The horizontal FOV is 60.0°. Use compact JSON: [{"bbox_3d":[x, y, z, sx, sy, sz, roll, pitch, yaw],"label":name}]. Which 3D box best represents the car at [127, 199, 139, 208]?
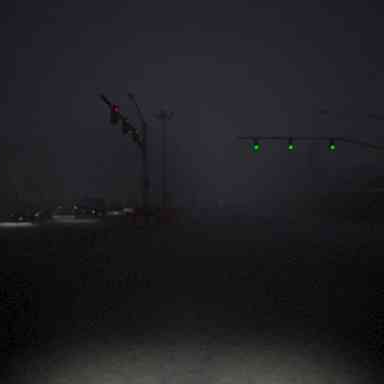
[{"bbox_3d":[-10.516,2.052,58.274,2.128,1.511,4.902,0,-1,1],"label":"car"}]

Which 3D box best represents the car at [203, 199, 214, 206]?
[{"bbox_3d":[3.538,2.217,72.705,2.128,1.511,4.902,0,-1,0],"label":"car"}]

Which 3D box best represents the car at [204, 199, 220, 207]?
[{"bbox_3d":[3.631,2.098,62.306,1.837,1.490,4.892,0,-1,0],"label":"car"}]

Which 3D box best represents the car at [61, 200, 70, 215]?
[{"bbox_3d":[-14.077,1.733,39.386,2.097,1.767,4.553,0,-1,0],"label":"car"}]

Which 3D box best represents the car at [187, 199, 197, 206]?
[{"bbox_3d":[0.038,2.246,72.672,1.994,1.385,4.181,0,-1,0],"label":"car"}]

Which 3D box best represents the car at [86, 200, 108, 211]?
[{"bbox_3d":[-14.059,1.955,49.506,1.882,1.535,5.008,0,-1,0],"label":"car"}]

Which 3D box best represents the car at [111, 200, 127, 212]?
[{"bbox_3d":[-10.572,1.964,45.555,1.812,1.442,4.674,0,-1,0],"label":"car"}]

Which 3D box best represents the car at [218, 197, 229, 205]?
[{"bbox_3d":[7.039,2.065,74.666,2.097,1.767,4.553,0,-1,1],"label":"car"}]

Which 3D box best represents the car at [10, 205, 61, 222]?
[{"bbox_3d":[-14.085,1.839,29.955,2.033,1.411,5.357,0,-1,0],"label":"car"}]

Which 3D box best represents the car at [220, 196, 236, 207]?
[{"bbox_3d":[7.125,1.833,64.306,2.150,2.045,5.566,0,-1,0],"label":"car"}]

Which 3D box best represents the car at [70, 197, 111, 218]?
[{"bbox_3d":[-10.595,1.563,35.253,2.150,2.045,5.566,0,-1,0],"label":"car"}]

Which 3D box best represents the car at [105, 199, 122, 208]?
[{"bbox_3d":[-13.999,2.101,59.699,1.812,1.442,4.674,0,0,1],"label":"car"}]

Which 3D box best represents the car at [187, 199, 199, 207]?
[{"bbox_3d":[0.132,2.102,62.600,1.837,1.490,4.892,0,-1,0],"label":"car"}]
